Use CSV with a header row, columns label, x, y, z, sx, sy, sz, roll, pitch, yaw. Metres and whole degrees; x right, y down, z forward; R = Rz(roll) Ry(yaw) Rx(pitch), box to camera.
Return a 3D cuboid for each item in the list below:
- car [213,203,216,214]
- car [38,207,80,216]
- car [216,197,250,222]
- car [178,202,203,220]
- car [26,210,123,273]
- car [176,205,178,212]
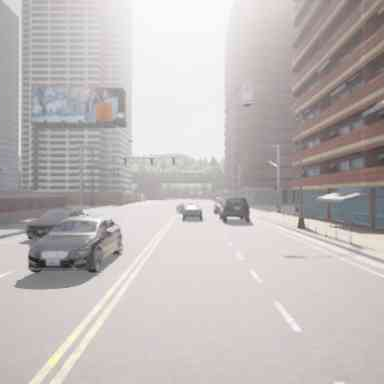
label,x,y,z,sx,sy,sz,roll,pitch,yaw
car,3.525,1.831,39.576,2.033,1.411,5.357,0,0,1
car,-7.016,1.608,17.969,1.882,1.535,5.008,0,-1,0
car,3.557,1.427,28.454,2.150,2.045,5.566,0,0,0
car,0.064,1.769,30.822,2.033,1.411,5.357,0,0,0
car,-3.571,1.573,11.031,2.128,1.511,4.902,0,-1,0
car,-0.782,1.898,41.317,1.895,1.301,4.718,0,0,-12
